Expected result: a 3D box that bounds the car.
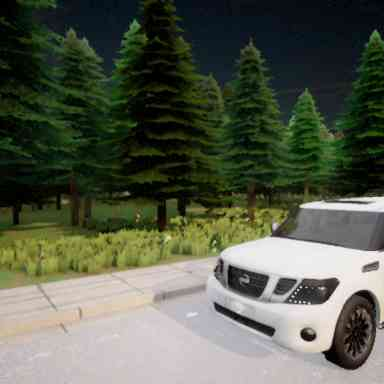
[{"bbox_3d":[2.894,1.145,5.963,5.566,2.045,2.150,-1,1,-34],"label":"car"}]
